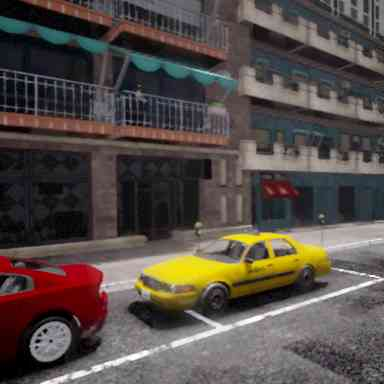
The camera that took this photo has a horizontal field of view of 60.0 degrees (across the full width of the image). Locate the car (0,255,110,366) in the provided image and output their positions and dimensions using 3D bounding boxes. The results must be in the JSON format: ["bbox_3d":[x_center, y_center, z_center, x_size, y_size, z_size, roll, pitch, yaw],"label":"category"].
[{"bbox_3d":[-3.337,1.544,4.193,4.507,1.381,1.887,0,-1,-36],"label":"car"}]

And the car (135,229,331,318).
[{"bbox_3d":[1.135,1.533,7.387,4.829,1.417,1.752,0,-1,-36],"label":"car"}]
